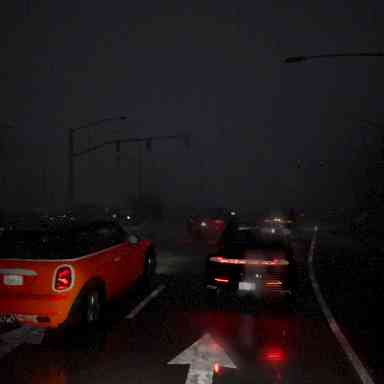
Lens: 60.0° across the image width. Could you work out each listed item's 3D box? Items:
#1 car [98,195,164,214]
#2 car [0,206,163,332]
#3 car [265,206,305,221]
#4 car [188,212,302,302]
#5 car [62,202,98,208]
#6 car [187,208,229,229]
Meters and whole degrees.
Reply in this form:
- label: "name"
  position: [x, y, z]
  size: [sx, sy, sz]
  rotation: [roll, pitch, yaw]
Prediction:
- label: "car"
  position: [-4.036, 1.218, 24.232]
  size: [2.150, 2.045, 5.566]
  rotation: [0, 0, 22]
- label: "car"
  position: [-2.310, 1.352, 7.127]
  size: [2.097, 1.767, 4.553]
  rotation: [0, 0, 11]
- label: "car"
  position: [4.636, 1.505, 17.249]
  size: [1.837, 1.490, 4.892]
  rotation: [0, 0, 21]
- label: "car"
  position: [1.558, 1.492, 8.371]
  size: [2.128, 1.511, 4.902]
  rotation: [0, 0, 13]
- label: "car"
  position: [-8.095, 1.507, 23.553]
  size: [1.837, 1.490, 4.892]
  rotation: [0, -1, 22]
- label: "car"
  position: [1.281, 1.564, 18.124]
  size: [1.994, 1.385, 4.181]
  rotation: [0, 0, 20]
